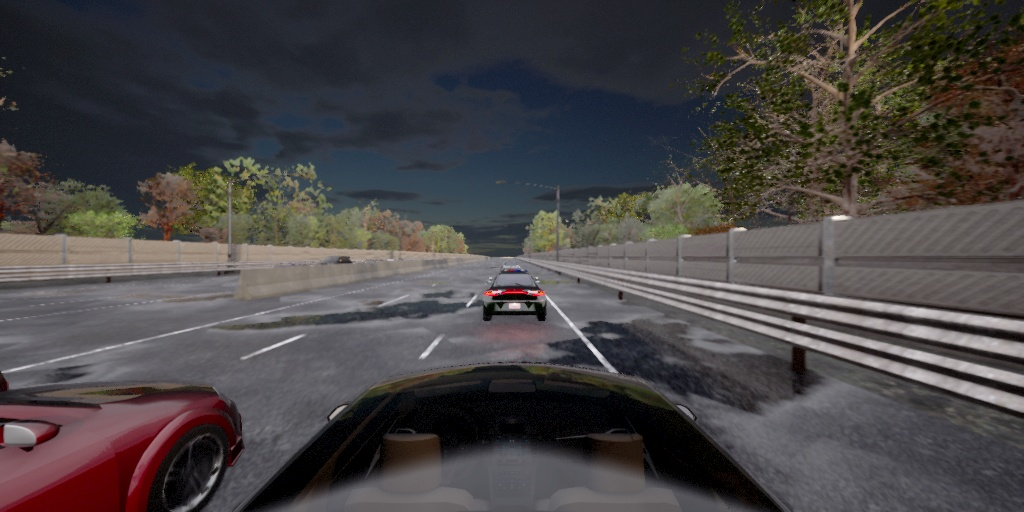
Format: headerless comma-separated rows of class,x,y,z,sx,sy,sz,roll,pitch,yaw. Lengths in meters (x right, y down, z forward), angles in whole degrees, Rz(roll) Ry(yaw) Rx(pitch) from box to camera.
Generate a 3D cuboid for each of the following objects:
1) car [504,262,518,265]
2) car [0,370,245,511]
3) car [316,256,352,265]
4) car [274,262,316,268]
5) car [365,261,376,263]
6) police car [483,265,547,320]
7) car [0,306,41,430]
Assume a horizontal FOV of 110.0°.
car,-0.111,1.359,44.449,1.895,1.301,4.718,0,0,0
car,-3.406,1.315,1.496,1.994,1.385,4.181,0,0,0
car,-21.283,0.987,43.074,2.150,2.045,5.566,0,0,0
car,-24.774,1.364,40.722,1.895,1.301,4.718,0,0,0
car,-17.792,1.327,44.822,1.994,1.385,4.181,0,0,0
police car,0.070,1.257,12.700,2.038,1.542,4.974,0,0,0
car,-6.906,1.316,2.404,1.994,1.385,4.181,0,0,0
